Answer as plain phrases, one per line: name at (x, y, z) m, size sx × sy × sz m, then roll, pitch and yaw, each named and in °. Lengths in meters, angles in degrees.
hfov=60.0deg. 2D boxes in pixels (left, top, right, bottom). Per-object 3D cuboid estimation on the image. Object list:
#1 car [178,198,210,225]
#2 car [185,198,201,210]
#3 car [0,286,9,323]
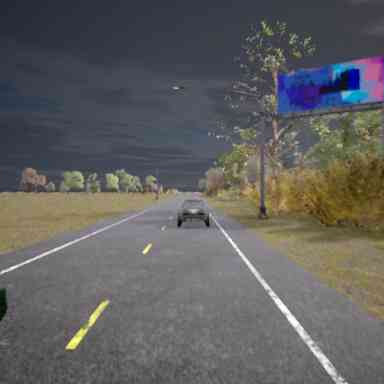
car at (0.104, 1.300, 23.378) m, size 2.097 × 1.767 × 4.553 m, roll 0°, pitch 0°, yaw 0°
car at (0.115, 1.506, 42.937) m, size 1.895 × 1.301 × 4.718 m, roll 0°, pitch 0°, yaw 0°
car at (-3.595, 1.595, 2.602) m, size 1.895 × 1.301 × 4.718 m, roll 0°, pitch 0°, yaw 0°
